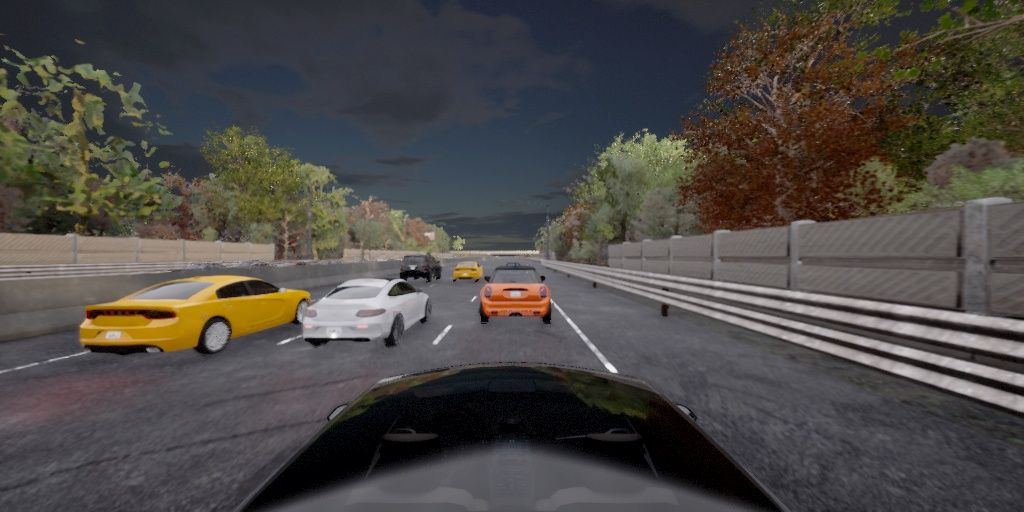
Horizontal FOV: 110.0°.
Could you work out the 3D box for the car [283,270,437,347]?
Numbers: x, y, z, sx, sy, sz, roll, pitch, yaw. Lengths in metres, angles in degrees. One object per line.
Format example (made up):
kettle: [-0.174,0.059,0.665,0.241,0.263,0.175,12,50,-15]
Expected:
car: [-3.398,1.259,9.148,1.812,1.442,4.674,0,0,0]

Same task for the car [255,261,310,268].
car: [-17.503,1.189,28.466,1.882,1.535,5.008,0,0,0]

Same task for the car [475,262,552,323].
car: [0.100,1.080,12.171,2.097,1.767,4.553,0,0,0]

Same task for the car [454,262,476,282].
car: [-3.400,1.178,28.416,1.882,1.535,5.008,0,0,0]

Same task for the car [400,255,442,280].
car: [-6.906,0.923,27.605,2.150,2.045,5.566,0,0,0]

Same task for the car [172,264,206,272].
car: [-24.502,1.314,28.523,2.033,1.411,5.357,0,0,0]

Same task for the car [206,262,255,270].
car: [-21.002,1.209,28.523,2.128,1.511,4.902,0,0,0]

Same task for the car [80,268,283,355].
car: [-6.899,1.212,8.682,1.882,1.535,5.008,0,0,0]
